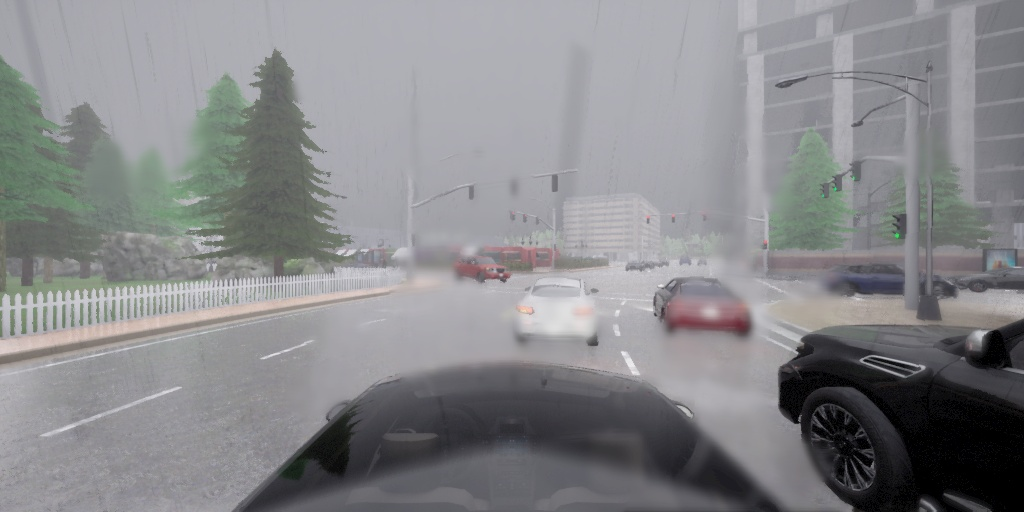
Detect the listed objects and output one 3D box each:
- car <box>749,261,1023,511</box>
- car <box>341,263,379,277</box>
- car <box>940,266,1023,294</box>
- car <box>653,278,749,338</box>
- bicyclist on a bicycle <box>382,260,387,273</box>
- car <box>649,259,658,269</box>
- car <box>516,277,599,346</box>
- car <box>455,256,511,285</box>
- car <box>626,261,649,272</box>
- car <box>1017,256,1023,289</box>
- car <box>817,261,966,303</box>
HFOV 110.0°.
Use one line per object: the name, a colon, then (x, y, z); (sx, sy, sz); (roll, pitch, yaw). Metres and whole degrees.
car: (3.737, 0.971, 1.179); (2.150, 2.045, 5.566); (0, 0, 0)
car: (-15.462, 1.370, 36.529); (4.181, 1.385, 1.994); (0, 0, 29)
car: (27.992, 1.331, 20.154); (4.674, 1.442, 1.812); (0, 0, 29)
car: (5.292, 1.314, 10.409); (1.994, 1.385, 4.181); (0, 0, 17)
bicyclist on a bicycle: (-15.755, 1.258, 44.253); (0.582, 1.620, 1.656); (0, 0, -23)
car: (20.781, 1.351, 55.401); (1.895, 1.301, 4.718); (0, 0, 29)
car: (1.271, 1.276, 9.399); (1.812, 1.442, 4.674); (0, 0, 11)
car: (-2.372, 1.020, 27.535); (2.150, 2.045, 5.566); (1, -1, -36)
car: (16.457, 1.314, 47.661); (1.994, 1.385, 4.181); (0, 0, 29)
car: (34.242, 1.027, 20.660); (5.566, 2.045, 2.150); (0, 0, 30)
car: (18.111, 1.160, 17.503); (4.553, 1.767, 2.097); (0, 0, 30)
